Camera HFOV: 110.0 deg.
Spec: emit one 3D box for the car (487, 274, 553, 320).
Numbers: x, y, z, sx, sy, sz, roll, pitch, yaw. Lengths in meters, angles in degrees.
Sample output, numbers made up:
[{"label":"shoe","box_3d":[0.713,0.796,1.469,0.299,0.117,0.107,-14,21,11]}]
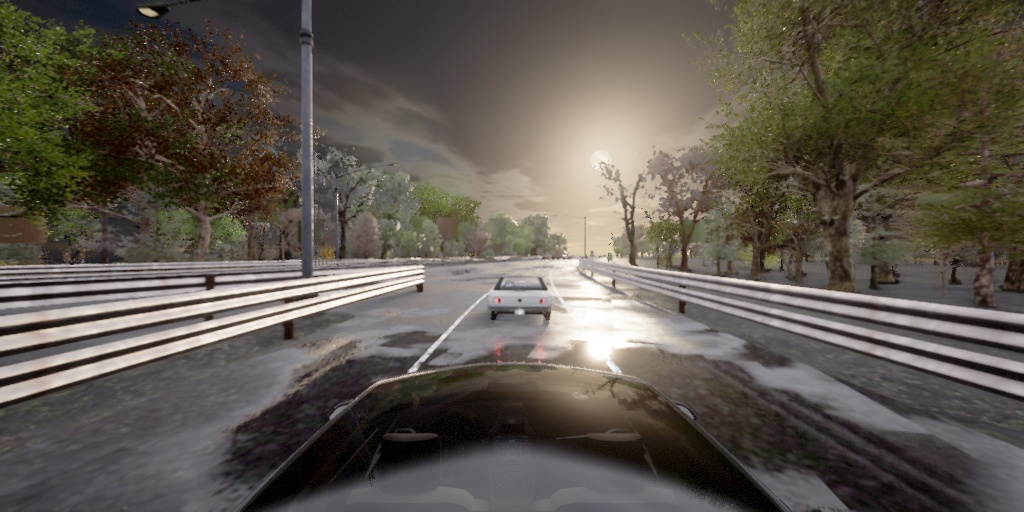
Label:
[{"label":"car","box_3d":[0.327,1.267,12.272,1.895,1.301,4.718,0,0,3]}]
